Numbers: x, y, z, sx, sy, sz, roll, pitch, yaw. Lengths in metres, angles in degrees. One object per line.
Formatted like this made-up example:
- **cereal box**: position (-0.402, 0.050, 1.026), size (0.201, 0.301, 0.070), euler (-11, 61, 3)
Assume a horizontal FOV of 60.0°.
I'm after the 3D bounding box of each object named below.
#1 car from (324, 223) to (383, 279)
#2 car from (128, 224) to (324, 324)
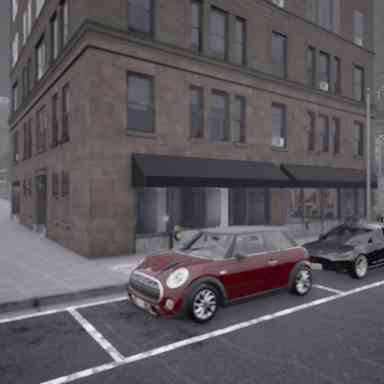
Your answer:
- **car**: position (5.177, 1.676, 10.359), size (4.313, 1.339, 1.947), euler (1, -1, -36)
- **car**: position (0.697, 1.490, 7.162), size (4.097, 1.590, 1.967), euler (1, -1, -36)
